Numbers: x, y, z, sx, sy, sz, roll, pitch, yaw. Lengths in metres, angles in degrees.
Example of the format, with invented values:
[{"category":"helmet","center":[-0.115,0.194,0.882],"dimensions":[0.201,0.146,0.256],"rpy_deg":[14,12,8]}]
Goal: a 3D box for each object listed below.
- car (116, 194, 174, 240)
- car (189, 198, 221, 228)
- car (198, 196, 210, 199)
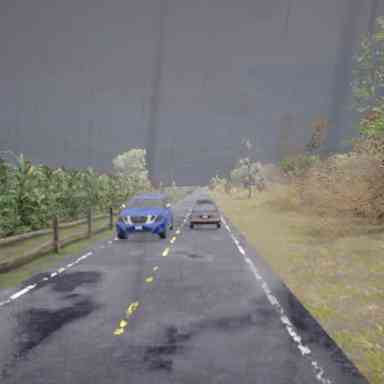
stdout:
[{"category":"car","center":[-2.173,1.140,16.835],"dimensions":[2.150,2.045,5.566],"rpy_deg":[-1,0,2]},{"category":"car","center":[0.803,1.375,20.639],"dimensions":[2.033,1.411,5.357],"rpy_deg":[-1,0,2]},{"category":"car","center":[1.392,1.178,38.164],"dimensions":[1.837,1.490,4.892],"rpy_deg":[-1,1,2]}]
